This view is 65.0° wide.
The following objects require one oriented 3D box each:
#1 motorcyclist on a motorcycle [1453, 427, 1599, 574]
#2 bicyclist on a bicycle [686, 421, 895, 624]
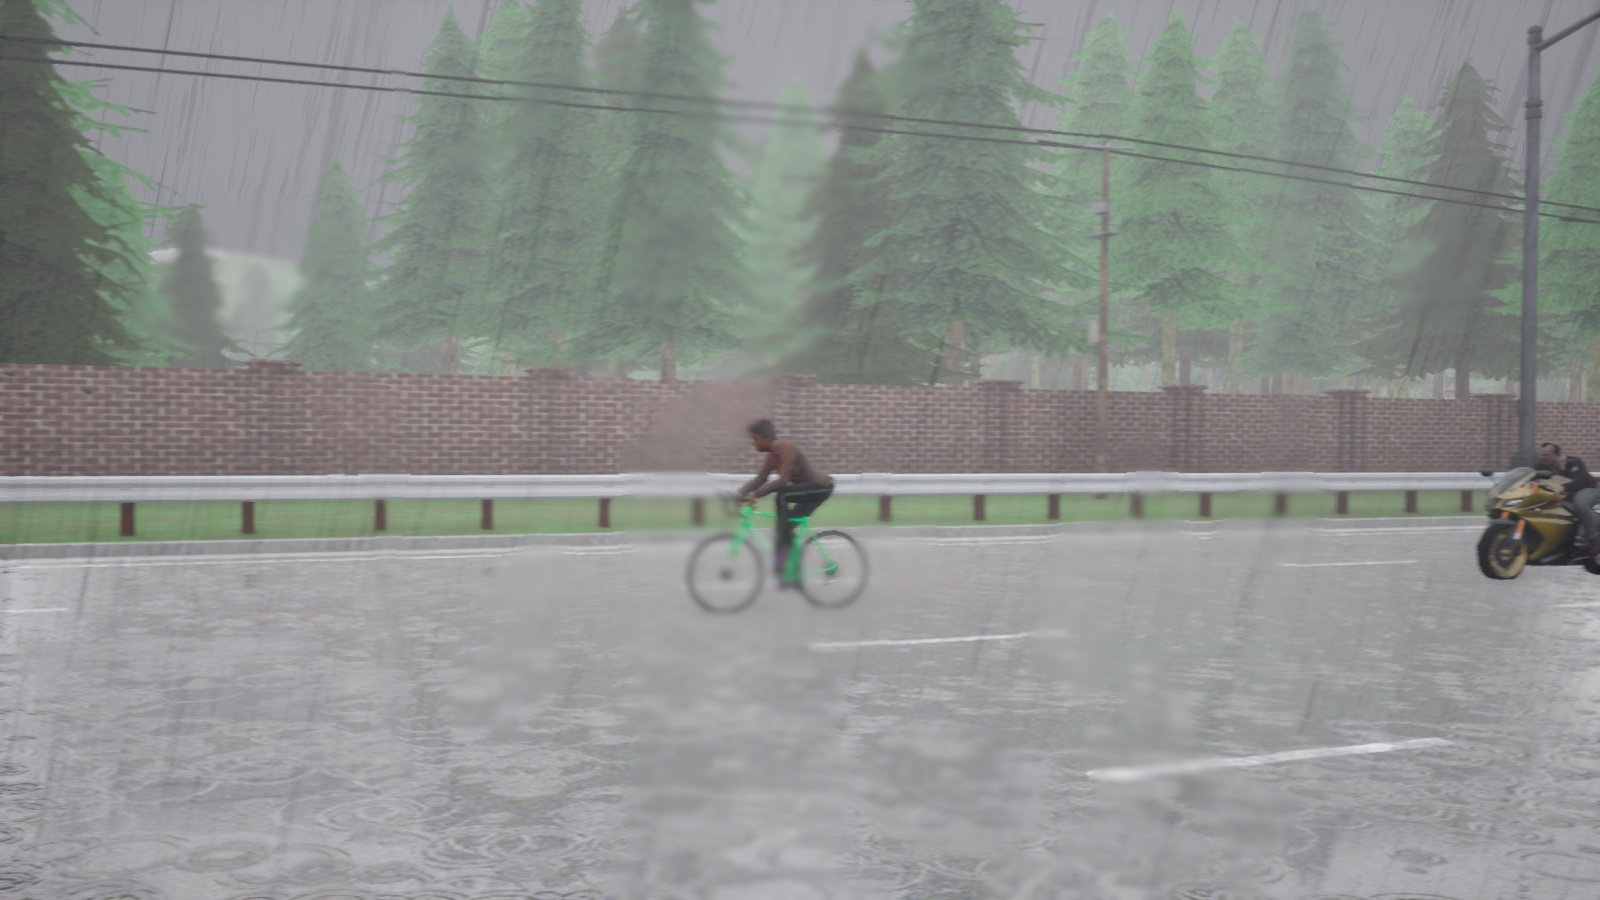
[{"bbox_3d":[8.437,0.515,13.930,2.191,1.530,0.866,-1,1,-21],"label":"motorcyclist on a motorcycle"},{"bbox_3d":[-0.078,0.578,10.696,1.656,1.620,0.582,-1,1,-21],"label":"bicyclist on a bicycle"}]
